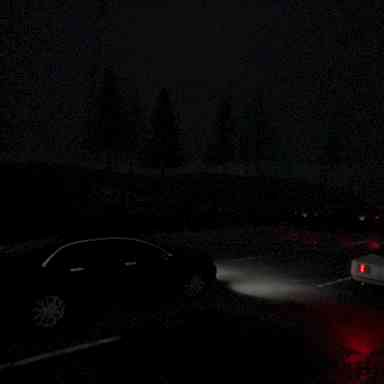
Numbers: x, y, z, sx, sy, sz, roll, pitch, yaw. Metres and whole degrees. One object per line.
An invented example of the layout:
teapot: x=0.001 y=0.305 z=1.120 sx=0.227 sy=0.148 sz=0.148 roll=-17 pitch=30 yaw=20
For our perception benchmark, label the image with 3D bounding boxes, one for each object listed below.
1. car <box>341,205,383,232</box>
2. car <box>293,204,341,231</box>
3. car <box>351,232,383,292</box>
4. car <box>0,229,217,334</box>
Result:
car: x=11.668 y=1.622 z=20.662 sx=4.553 sy=1.767 sz=2.097 roll=1 pitch=-1 yaw=-35
car: x=9.161 y=1.615 z=23.172 sx=4.553 sy=1.767 sz=2.097 roll=1 pitch=-1 yaw=-35
car: x=5.919 y=1.719 z=7.968 sx=4.718 sy=1.301 sz=1.895 roll=1 pitch=-1 yaw=-35
car: x=-1.678 y=1.538 z=6.848 sx=4.892 sy=1.490 sz=1.837 roll=1 pitch=0 yaw=-35
